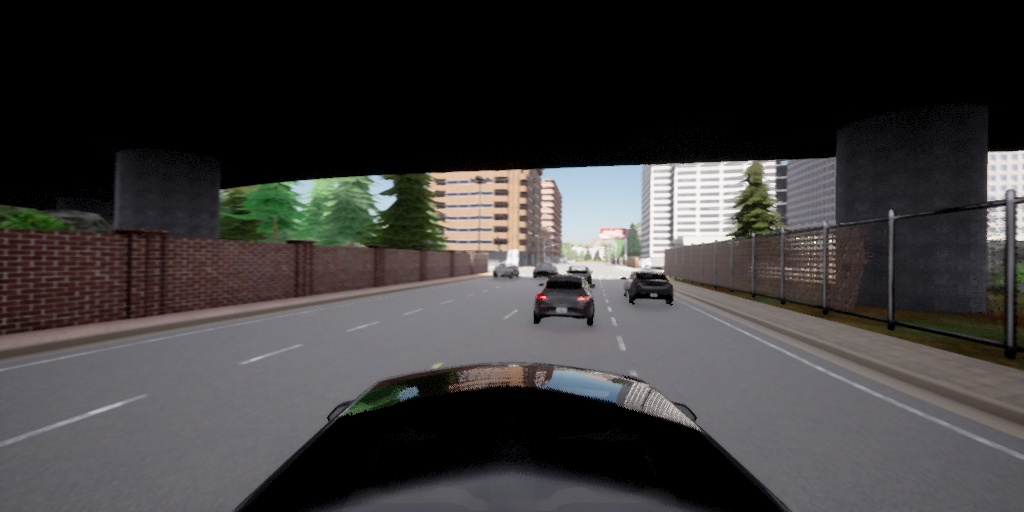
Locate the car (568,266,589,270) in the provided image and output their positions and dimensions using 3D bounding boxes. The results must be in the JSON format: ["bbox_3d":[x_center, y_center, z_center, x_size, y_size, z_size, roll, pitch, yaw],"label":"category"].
[{"bbox_3d":[5.002,1.481,26.786,2.128,1.511,4.902,1,0,13],"label":"car"}]

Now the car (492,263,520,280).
[{"bbox_3d":[-0.521,1.458,34.741,2.128,1.511,4.902,1,0,13],"label":"car"}]

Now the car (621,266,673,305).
[{"bbox_3d":[6.557,1.454,17.615,1.837,1.490,4.892,1,-1,12],"label":"car"}]

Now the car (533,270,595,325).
[{"bbox_3d":[1.837,1.373,12.255,1.812,1.442,4.674,1,-1,11],"label":"car"}]

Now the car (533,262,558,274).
[{"bbox_3d":[3.416,1.382,36.205,2.097,1.767,4.553,1,0,13],"label":"car"}]
